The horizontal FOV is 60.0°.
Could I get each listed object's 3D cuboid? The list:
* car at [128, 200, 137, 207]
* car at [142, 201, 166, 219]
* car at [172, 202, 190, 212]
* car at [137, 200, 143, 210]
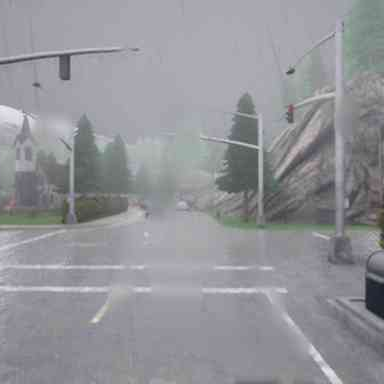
[{"bbox_3d":[-12.149,2.374,70.916,1.882,1.535,5.008,1,-1,-44],"label":"car"},{"bbox_3d":[-3.781,1.943,34.642,1.837,1.490,4.892,0,-1,-2],"label":"car"},{"bbox_3d":[-1.662,2.141,48.671,1.812,1.442,4.674,0,-1,-13],"label":"car"},{"bbox_3d":[-7.219,2.195,54.601,1.837,1.490,4.892,0,-1,-21],"label":"car"}]
